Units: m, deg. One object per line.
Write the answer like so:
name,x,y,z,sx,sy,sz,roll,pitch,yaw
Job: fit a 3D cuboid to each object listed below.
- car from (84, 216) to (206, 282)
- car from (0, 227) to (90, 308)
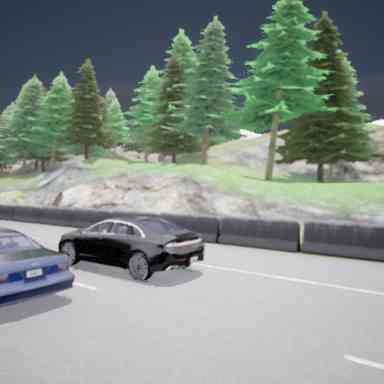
car,-1.923,1.451,9.663,4.902,1.511,2.128,0,0,36
car,-4.898,1.501,7.486,5.357,1.411,2.033,0,0,35
